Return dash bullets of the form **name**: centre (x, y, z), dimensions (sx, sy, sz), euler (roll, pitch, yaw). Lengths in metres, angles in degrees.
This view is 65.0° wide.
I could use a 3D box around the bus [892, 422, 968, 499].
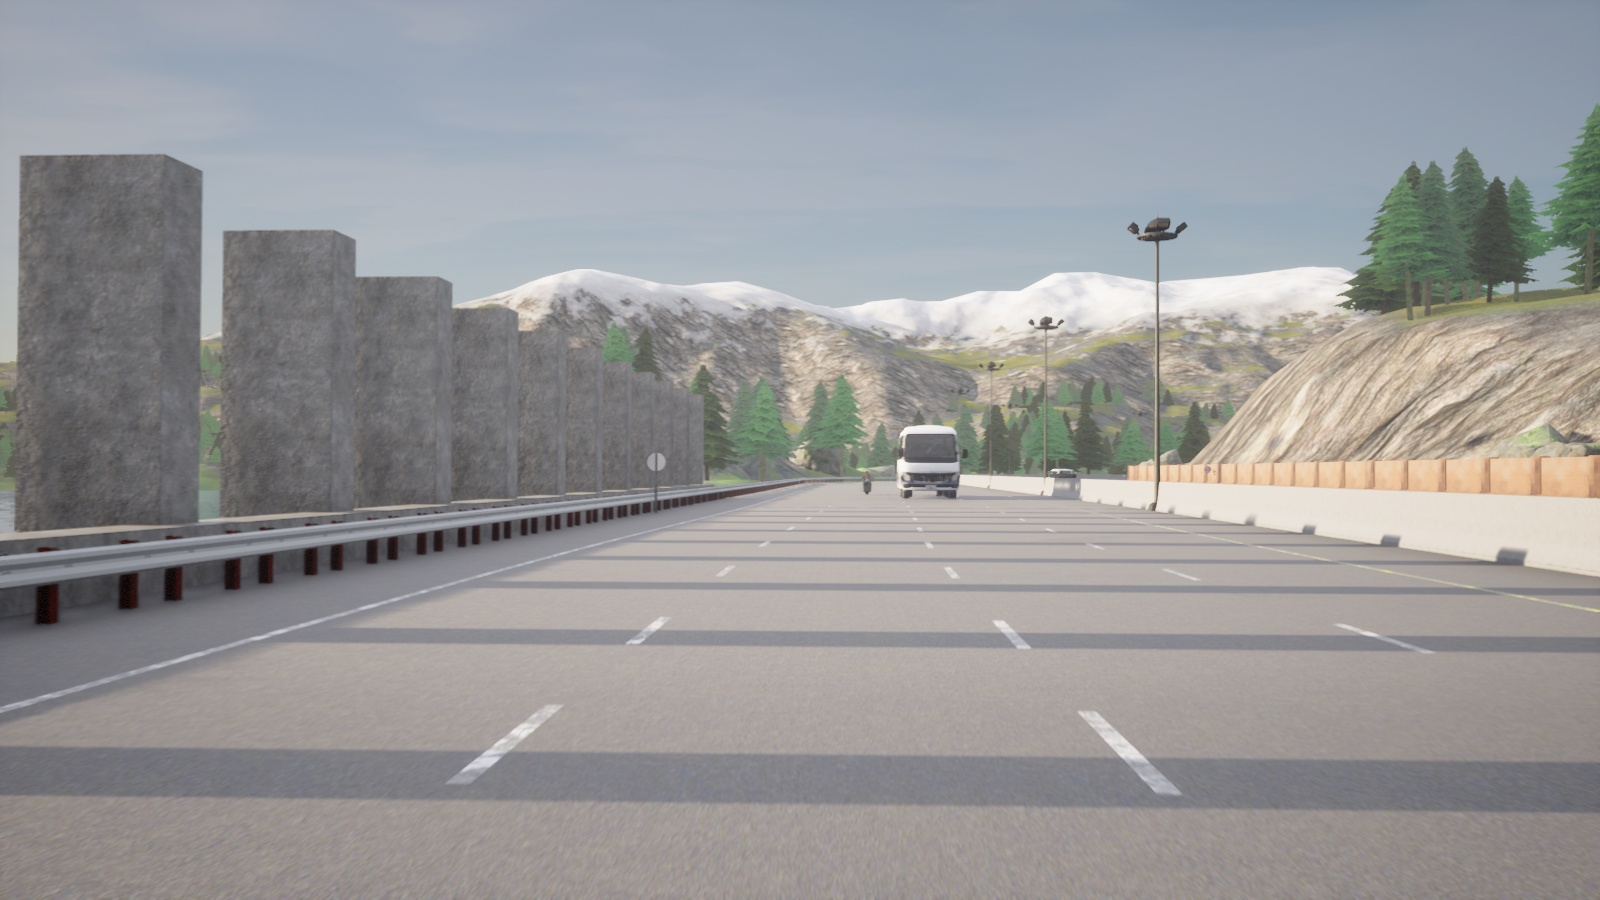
- **bus**: centre (7.564, 0.659, 74.552), dimensions (3.944, 4.253, 10.273), euler (0, -1, 3)
